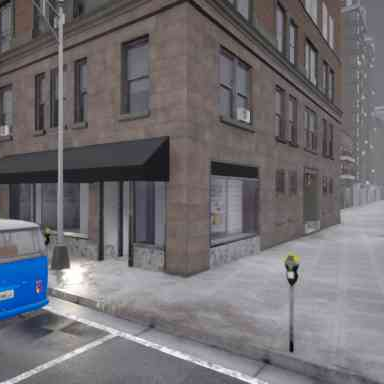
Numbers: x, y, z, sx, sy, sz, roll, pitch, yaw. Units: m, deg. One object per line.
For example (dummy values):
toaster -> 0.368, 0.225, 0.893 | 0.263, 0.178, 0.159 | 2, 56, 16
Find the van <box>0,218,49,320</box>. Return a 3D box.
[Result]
van -> -4.364, 1.340, 6.134 | 3.998, 1.788, 1.690 | 0, 0, 35
